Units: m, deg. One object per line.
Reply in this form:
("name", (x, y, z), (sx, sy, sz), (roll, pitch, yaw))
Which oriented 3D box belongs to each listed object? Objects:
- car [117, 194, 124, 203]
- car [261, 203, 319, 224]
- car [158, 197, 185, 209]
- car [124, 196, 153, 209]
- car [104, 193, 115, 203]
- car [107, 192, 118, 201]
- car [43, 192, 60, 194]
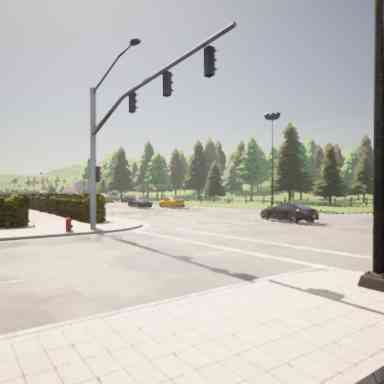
("car", (-12.571, 1.474, 66.010), (1.837, 1.490, 4.892), (0, 0, -34))
("car", (7.122, 1.504, 24.541), (1.812, 1.442, 4.674), (0, 0, -31))
("car", (-2.896, 1.451, 45.915), (1.882, 1.535, 5.008), (0, 0, -34))
("car", (-7.311, 1.578, 46.165), (1.895, 1.301, 4.718), (0, 0, -34))
("car", (-18.061, 1.450, 67.884), (1.882, 1.535, 5.008), (0, 0, -34))
("car", (-18.017, 1.027, 73.936), (2.150, 2.045, 5.566), (0, 0, -34))
("car", (-23.892, 1.206, 57.764), (2.150, 2.045, 5.566), (0, 0, -34))
